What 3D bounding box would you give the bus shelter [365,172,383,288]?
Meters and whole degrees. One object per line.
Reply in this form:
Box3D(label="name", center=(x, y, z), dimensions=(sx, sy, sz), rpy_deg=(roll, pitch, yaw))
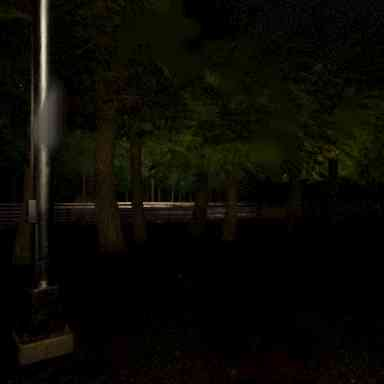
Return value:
Box3D(label="bus shelter", center=(6.429, 0.902, 8.583), dimensions=(3.880, 2.740, 1.920), rpy_deg=(0, 0, -36))
